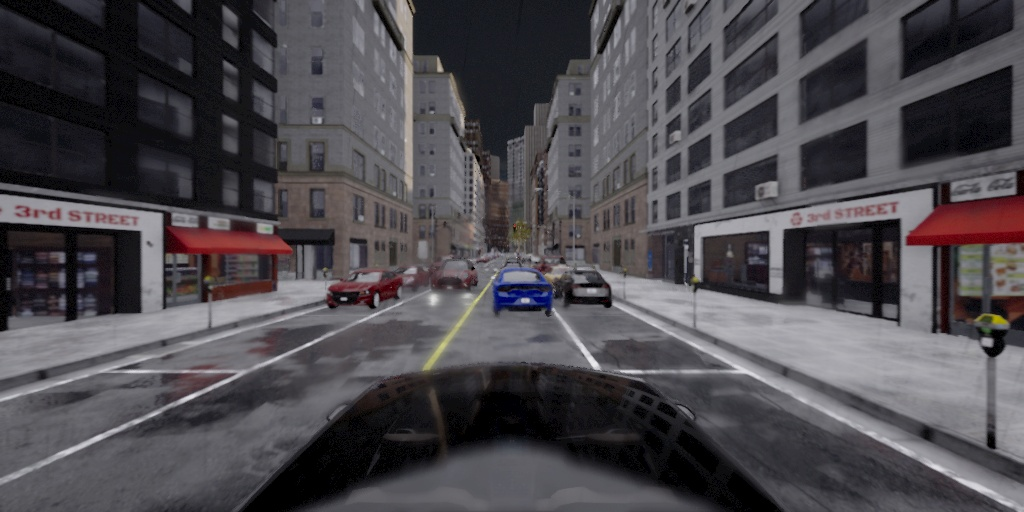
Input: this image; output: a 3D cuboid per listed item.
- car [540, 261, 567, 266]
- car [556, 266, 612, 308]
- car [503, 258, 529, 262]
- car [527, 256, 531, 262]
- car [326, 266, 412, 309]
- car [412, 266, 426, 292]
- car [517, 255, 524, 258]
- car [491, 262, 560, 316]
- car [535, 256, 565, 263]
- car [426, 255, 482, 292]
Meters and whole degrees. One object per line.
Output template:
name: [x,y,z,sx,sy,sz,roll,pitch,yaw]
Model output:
car: [2.767,1.151,20.247,1.751,1.417,4.829,0,0,0]
car: [2.766,1.234,14.525,1.948,1.339,4.313,0,0,0]
car: [0.099,1.115,29.185,1.994,1.385,4.181,0,0,0]
car: [2.771,1.007,36.907,1.751,1.417,4.829,0,0,0]
car: [-5.759,1.213,14.534,1.888,1.381,4.507,0,0,0]
car: [-5.758,1.208,20.086,1.802,1.307,4.207,0,0,0]
car: [0.056,0.964,39.152,1.837,1.490,4.892,0,1,0]
car: [0.260,1.155,13.088,1.882,1.535,5.008,0,0,-3]
car: [2.768,0.896,25.632,2.192,1.841,5.009,0,0,0]
car: [-3.094,0.978,20.066,2.097,1.767,4.553,0,0,0]
